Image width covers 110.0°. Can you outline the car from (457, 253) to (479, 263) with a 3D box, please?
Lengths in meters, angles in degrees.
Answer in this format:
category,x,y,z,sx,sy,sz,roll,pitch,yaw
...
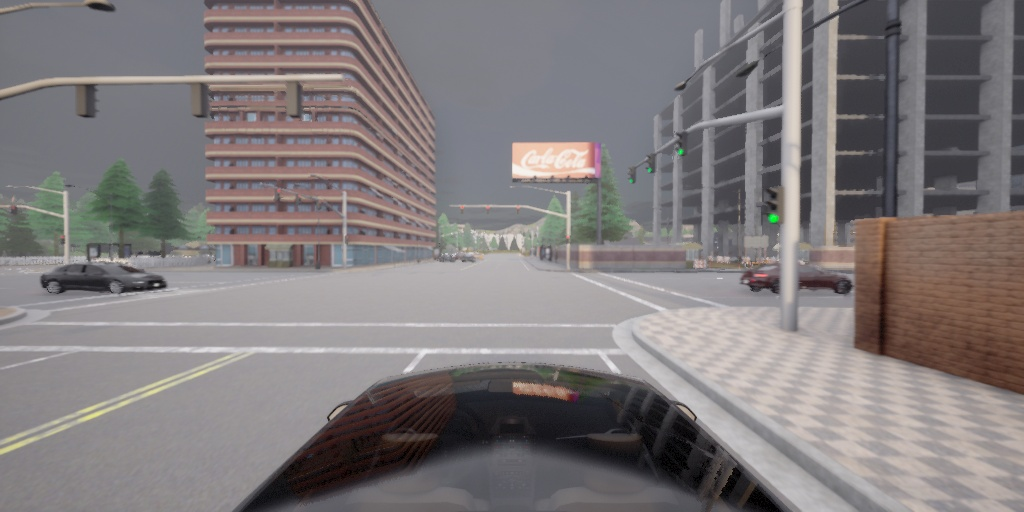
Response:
category,x,y,z,sx,sy,sz,roll,pitch,yaw
car,-7.053,0.406,58.437,2.033,1.411,5.357,0,1,1

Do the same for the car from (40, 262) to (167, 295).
category,x,y,z,sx,sy,sz,roll,pitch,yaw
car,-19.569,1.075,17.296,4.892,1.490,1.837,2,1,0

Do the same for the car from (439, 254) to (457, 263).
category,x,y,z,sx,sy,sz,roll,pitch,yaw
car,-10.561,0.422,58.427,1.994,1.385,4.181,0,1,1

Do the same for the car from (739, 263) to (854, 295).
category,x,y,z,sx,sy,sz,roll,pitch,yaw
car,13.470,1.045,17.136,4.674,1.442,1.812,0,1,0
